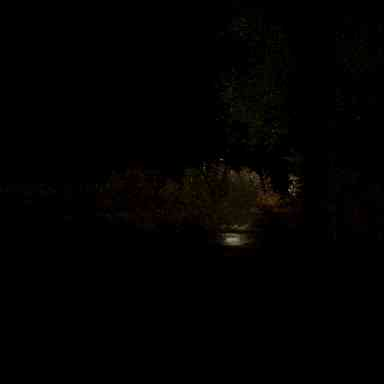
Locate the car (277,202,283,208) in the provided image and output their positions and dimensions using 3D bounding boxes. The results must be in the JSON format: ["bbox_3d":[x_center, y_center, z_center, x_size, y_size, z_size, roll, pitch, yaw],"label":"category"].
[{"bbox_3d":[13.887,1.636,53.996,2.097,1.767,4.553,0,0,43],"label":"car"}]
